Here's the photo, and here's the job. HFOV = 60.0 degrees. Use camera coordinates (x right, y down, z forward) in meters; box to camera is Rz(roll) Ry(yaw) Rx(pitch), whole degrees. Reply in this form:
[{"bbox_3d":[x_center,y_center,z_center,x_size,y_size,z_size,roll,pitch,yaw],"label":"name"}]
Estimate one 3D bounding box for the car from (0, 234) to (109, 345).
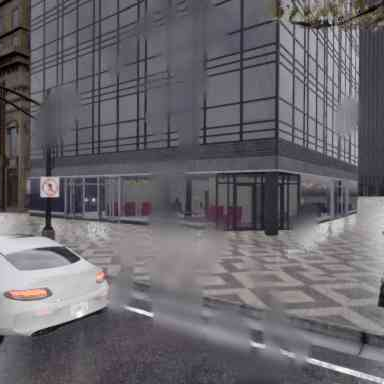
[{"bbox_3d":[-3.522,1.524,6.190,4.674,1.442,1.812,0,0,35],"label":"car"}]
